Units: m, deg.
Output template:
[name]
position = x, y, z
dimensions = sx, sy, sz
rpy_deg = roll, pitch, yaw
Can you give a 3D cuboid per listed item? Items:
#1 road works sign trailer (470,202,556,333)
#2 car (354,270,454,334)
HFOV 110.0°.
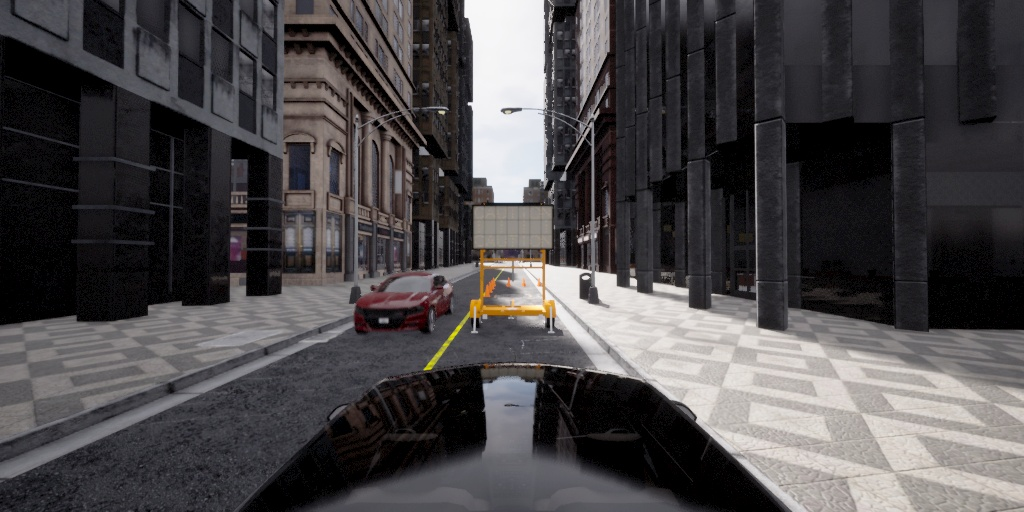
[road works sign trailer]
position = 0.027, 0.217, 10.706
dimensions = 2.380, 3.560, 2.880
rpy_deg = 0, 0, 0
[car]
position = -2.974, 1.230, 10.815
dimensions = 1.882, 1.535, 5.008
rpy_deg = 0, 0, 0
